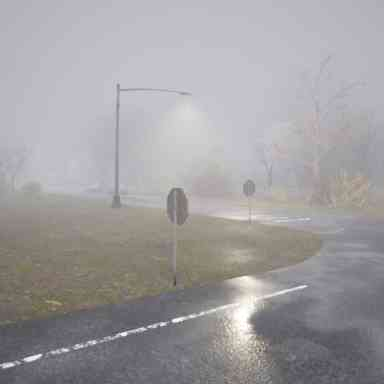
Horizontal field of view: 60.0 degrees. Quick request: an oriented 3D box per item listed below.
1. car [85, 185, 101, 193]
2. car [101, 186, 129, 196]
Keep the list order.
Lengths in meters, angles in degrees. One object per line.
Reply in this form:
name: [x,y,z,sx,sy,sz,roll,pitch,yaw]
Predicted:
car: [-17.677,-0.508,59.815,1.812,1.442,4.674,0,2,-36]
car: [-11.611,-0.150,51.341,2.033,1.411,5.357,0,2,-36]
